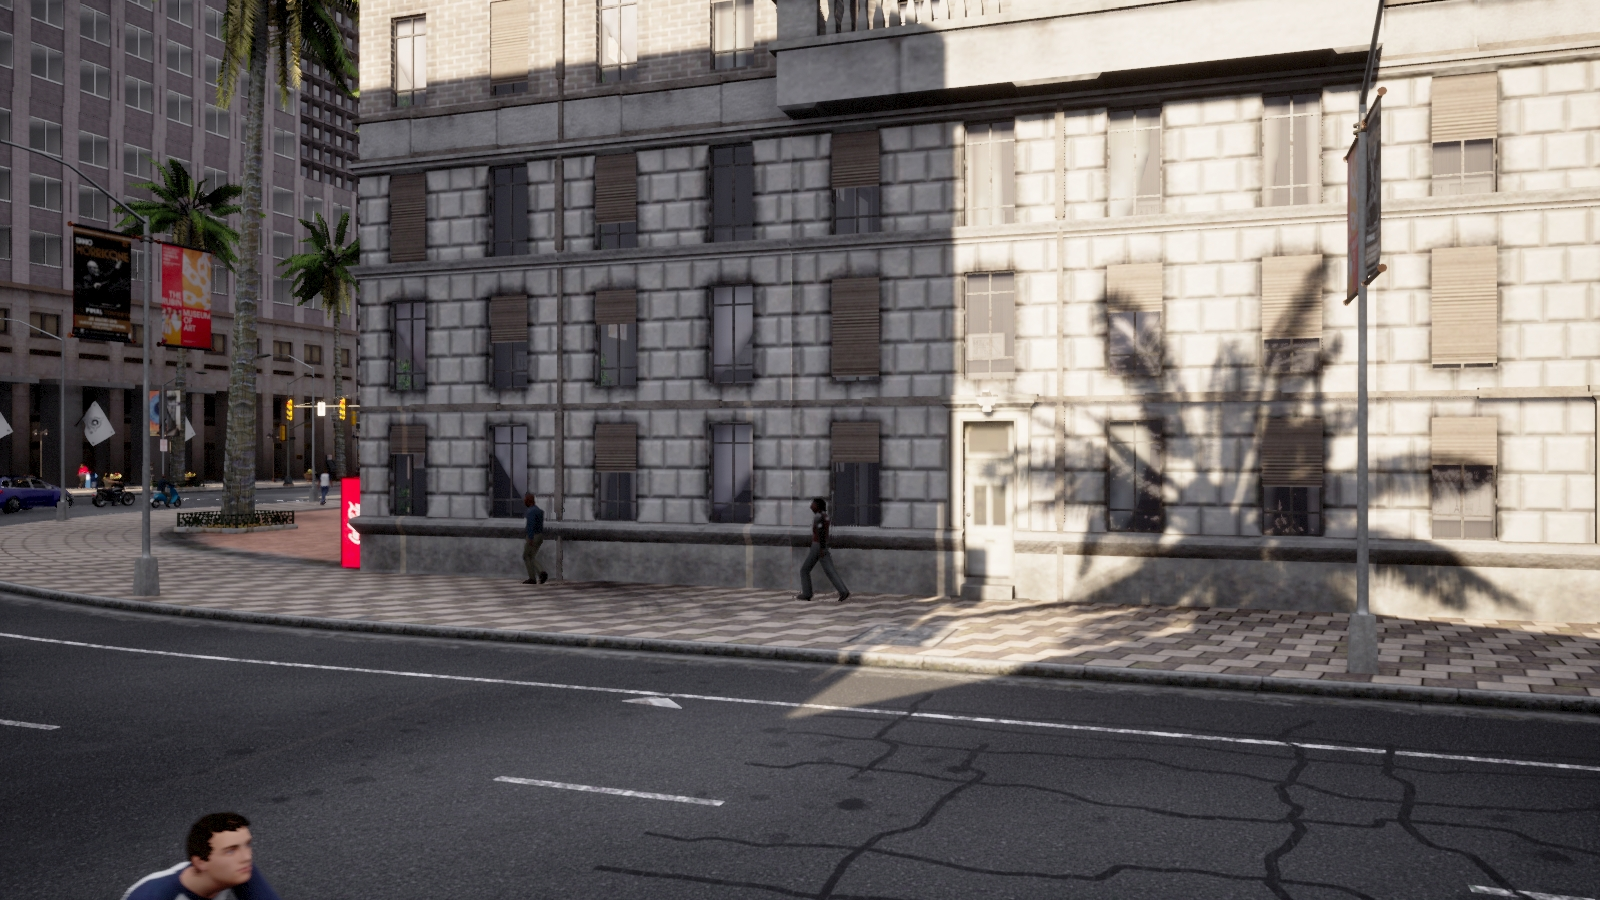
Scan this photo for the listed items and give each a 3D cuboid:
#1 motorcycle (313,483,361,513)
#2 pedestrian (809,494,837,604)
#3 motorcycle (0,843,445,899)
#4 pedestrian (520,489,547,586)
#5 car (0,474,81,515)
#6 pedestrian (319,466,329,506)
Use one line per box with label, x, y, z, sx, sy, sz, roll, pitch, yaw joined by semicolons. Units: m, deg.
motorcycle;-21.134;2.170;52.239;0.764;1.277;2.356;0;0;16
pedestrian;0.395;1.696;19.698;0.375;1.860;0.375;0;0;24
motorcycle;-2.132;2.213;4.042;2.033;1.145;0.803;0;0;20
pedestrian;-5.206;1.696;22.306;0.375;1.860;0.375;0;0;21
car;-35.223;1.966;51.549;2.242;1.667;4.611;0;0;8
pedestrian;-22.522;1.696;54.057;0.375;1.860;0.375;0;0;-6
